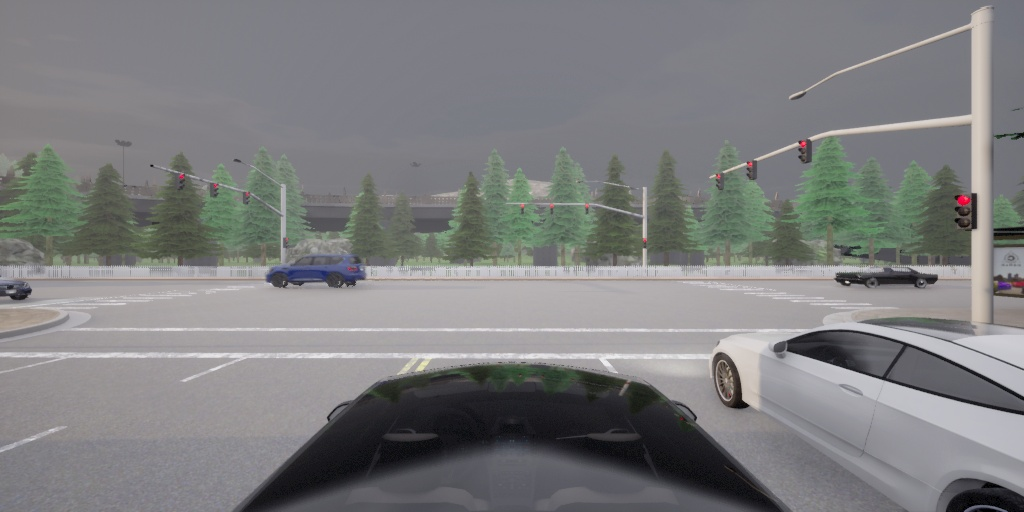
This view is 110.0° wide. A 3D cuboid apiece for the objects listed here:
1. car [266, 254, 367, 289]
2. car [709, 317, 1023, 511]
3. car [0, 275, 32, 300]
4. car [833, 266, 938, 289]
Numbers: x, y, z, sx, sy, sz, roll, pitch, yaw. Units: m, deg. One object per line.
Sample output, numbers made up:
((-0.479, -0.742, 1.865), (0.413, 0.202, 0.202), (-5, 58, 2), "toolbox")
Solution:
((-11.927, 0.918, 22.123), (5.566, 2.045, 2.150), (0, 0, 0), "car")
((3.657, 1.276, 3.180), (1.812, 1.442, 4.674), (0, 0, 2), "car")
((-23.174, 1.220, 14.920), (4.674, 1.442, 1.812), (0, 0, 0), "car")
((22.866, 1.295, 22.082), (4.718, 1.301, 1.895), (0, 0, 0), "car")
